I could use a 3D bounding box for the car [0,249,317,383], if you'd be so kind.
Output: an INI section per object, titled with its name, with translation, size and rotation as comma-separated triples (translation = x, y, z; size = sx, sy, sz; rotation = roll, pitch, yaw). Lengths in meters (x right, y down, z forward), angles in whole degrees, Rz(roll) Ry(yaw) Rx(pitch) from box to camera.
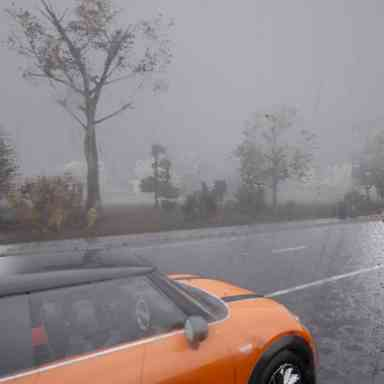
[car]
translation = -0.886, 1.350, 3.090
size = 4.553, 1.767, 2.097
rotation = 0, 0, -36
